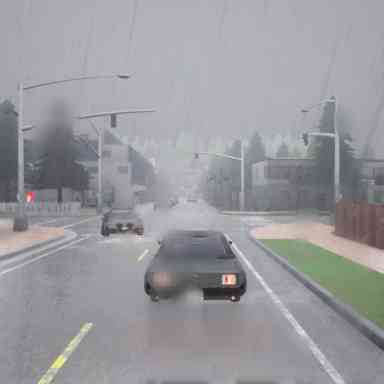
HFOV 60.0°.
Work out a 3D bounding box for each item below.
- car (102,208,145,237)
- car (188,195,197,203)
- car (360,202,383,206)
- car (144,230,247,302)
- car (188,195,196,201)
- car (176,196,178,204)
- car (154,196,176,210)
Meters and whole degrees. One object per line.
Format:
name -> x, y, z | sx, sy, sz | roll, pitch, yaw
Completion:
car -> -3.778, 1.564, 18.054 | 1.994, 1.385, 4.181 | 0, 0, -16
car -> 0.061, 1.595, 71.439 | 1.895, 1.301, 4.718 | 0, 0, 0
car -> 15.323, 1.582, 29.261 | 4.718, 1.301, 1.895 | 0, 0, -8
car -> 0.075, 1.601, 8.208 | 1.895, 1.301, 4.718 | 0, 0, 0
car -> 0.067, 1.478, 81.475 | 1.882, 1.535, 5.008 | 0, 0, 0
car -> -3.551, 1.526, 52.229 | 1.812, 1.442, 4.674 | 0, 0, 0
car -> -3.564, 1.352, 41.994 | 2.097, 1.767, 4.553 | 0, 0, 0
